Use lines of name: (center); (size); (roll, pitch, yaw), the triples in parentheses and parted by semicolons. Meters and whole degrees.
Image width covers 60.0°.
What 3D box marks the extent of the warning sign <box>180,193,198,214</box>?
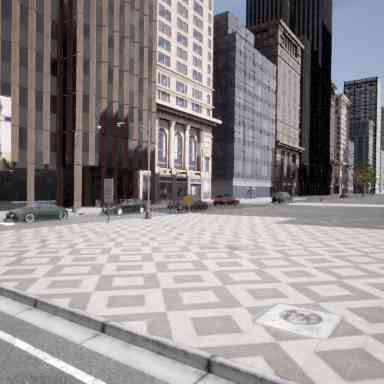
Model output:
warning sign: (-0.258, 1.077, 30.681); (1.300, 1.860, 1.060); (1, 1, 35)

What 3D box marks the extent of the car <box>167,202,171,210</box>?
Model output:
car: (-1.004, 1.340, 39.694); (1.837, 1.490, 4.892); (1, 1, 35)

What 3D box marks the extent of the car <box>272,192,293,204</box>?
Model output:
car: (15.705, 1.008, 57.769); (2.150, 2.045, 5.566); (1, 1, 35)

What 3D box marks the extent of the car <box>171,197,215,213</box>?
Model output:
car: (0.138, 1.425, 35.777); (1.812, 1.442, 4.674); (1, 1, 35)

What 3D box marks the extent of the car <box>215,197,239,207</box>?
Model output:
car: (4.954, 1.394, 48.049); (1.895, 1.301, 4.718); (1, 1, 36)

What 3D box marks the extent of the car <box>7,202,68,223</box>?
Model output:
car: (-11.463, 1.470, 24.925); (1.994, 1.385, 4.181); (1, 1, 35)

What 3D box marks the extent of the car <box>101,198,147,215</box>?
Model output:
car: (-6.451, 1.377, 32.002); (1.837, 1.490, 4.892); (1, 1, 35)
